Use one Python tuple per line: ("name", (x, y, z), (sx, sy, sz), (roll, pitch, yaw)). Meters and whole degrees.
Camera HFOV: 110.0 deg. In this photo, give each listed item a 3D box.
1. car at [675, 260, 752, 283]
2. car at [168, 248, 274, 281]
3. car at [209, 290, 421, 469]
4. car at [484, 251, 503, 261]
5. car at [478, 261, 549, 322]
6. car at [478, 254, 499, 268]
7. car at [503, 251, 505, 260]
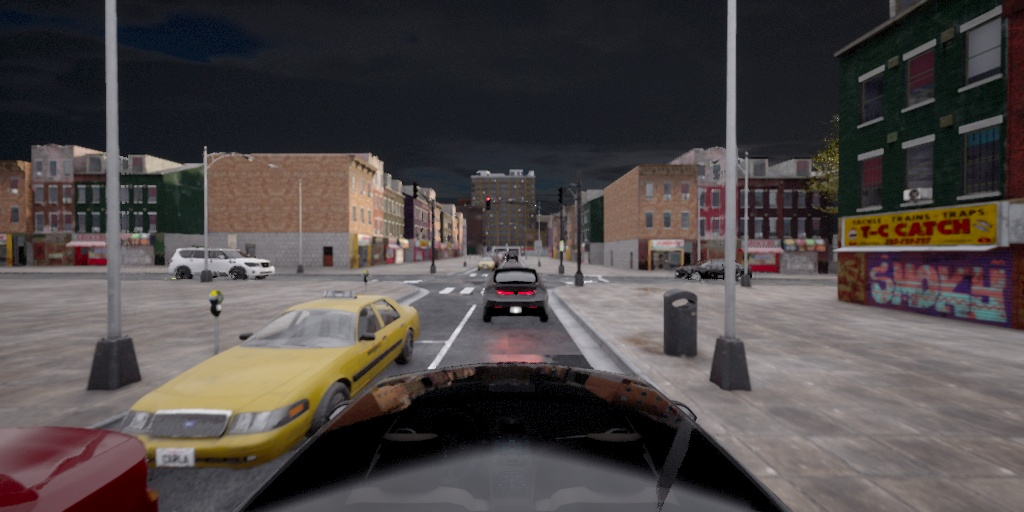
("car", (14.261, 1.030, 25.551), (5.008, 1.535, 1.882), (1, 1, 0))
("car", (-18.114, 0.515, 22.456), (5.566, 2.045, 2.150), (0, 1, 0))
("car", (-2.633, 1.216, 5.222), (1.751, 1.417, 4.829), (0, 0, 0))
("car", (-2.597, 0.433, 42.787), (2.192, 1.841, 5.009), (0, 0, 0))
("car", (0.106, 1.096, 11.586), (1.837, 1.490, 4.892), (0, 1, 0))
("car", (-2.603, 0.723, 37.175), (1.751, 1.417, 4.829), (0, 0, 0))
("car", (-2.577, 0.337, 64.391), (1.751, 1.417, 4.829), (0, 0, 0))
